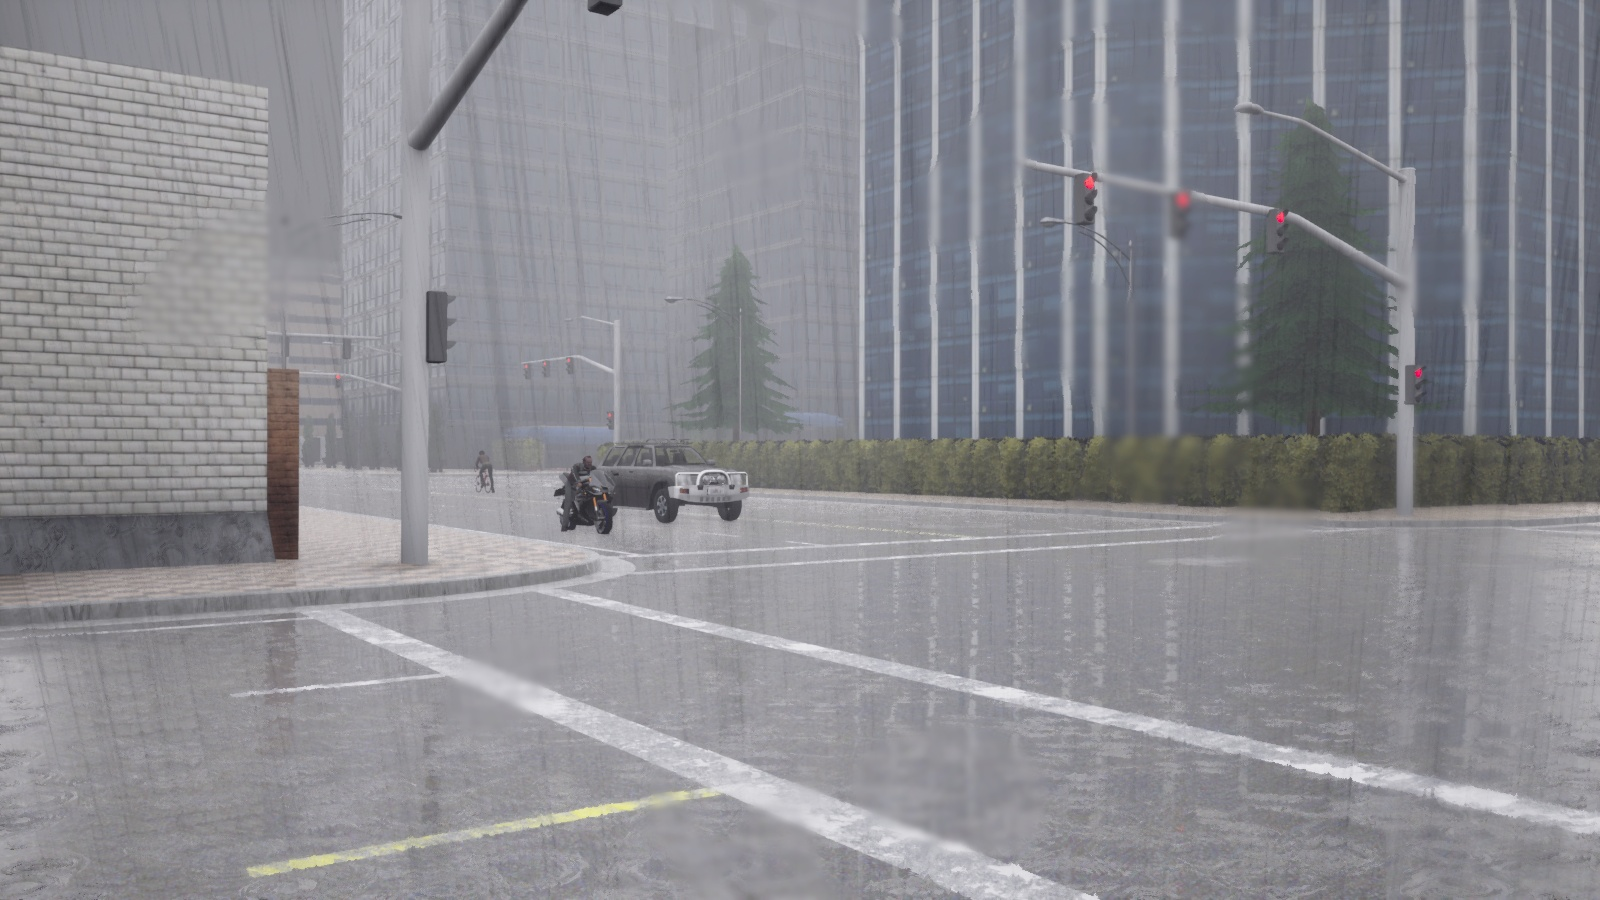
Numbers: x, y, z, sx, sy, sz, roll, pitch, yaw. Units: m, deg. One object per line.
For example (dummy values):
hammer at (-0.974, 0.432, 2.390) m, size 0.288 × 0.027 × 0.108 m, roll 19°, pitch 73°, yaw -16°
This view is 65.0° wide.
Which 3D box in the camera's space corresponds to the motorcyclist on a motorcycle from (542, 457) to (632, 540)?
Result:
motorcyclist on a motorcycle at (-4.181, 0.904, 24.516) m, size 0.866 × 1.530 × 2.191 m, roll 0°, pitch 0°, yaw -35°

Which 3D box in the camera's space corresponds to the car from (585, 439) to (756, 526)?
car at (-3.097, 0.695, 29.092) m, size 1.932 × 1.855 × 4.605 m, roll 0°, pitch 0°, yaw -35°
